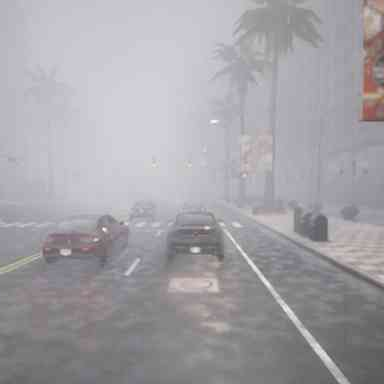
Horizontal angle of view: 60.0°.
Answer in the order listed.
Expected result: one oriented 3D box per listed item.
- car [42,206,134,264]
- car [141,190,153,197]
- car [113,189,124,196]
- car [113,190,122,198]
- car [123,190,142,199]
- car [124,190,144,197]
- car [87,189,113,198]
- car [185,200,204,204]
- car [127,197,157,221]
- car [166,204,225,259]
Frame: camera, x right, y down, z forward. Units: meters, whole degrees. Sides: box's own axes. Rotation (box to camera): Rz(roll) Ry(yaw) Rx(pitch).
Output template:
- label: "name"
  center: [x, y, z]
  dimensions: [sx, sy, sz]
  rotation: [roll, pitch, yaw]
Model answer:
- label: "car"
  center: [-3.385, 1.428, 11.274]
  dimensions: [1.812, 1.442, 4.674]
  rotation: [0, 1, 1]
- label: "car"
  center: [-10.716, 0.889, 76.358]
  dimensions: [2.033, 1.411, 5.357]
  rotation: [0, 1, -28]
- label: "car"
  center: [-18.827, 0.452, 90.628]
  dimensions: [5.566, 2.045, 2.150]
  rotation: [0, 1, 35]
- label: "car"
  center: [-21.586, 0.839, 88.312]
  dimensions: [4.718, 1.301, 1.895]
  rotation: [0, 1, 35]
- label: "car"
  center: [-13.250, 0.872, 73.585]
  dimensions: [1.837, 1.490, 4.892]
  rotation: [0, 1, -24]
- label: "car"
  center: [-16.185, 0.432, 93.020]
  dimensions: [5.566, 2.045, 2.150]
  rotation: [0, 1, 35]
- label: "car"
  center: [-23.749, 0.494, 85.554]
  dimensions: [5.566, 2.045, 2.150]
  rotation: [0, 1, 35]
- label: "car"
  center: [0.193, 1.359, 28.213]
  dimensions: [1.895, 1.301, 4.718]
  rotation: [0, 1, 0]
- label: "car"
  center: [-3.640, 1.333, 25.002]
  dimensions: [2.033, 1.411, 5.357]
  rotation: [0, 1, -5]
- label: "car"
  center: [0.122, 1.401, 12.054]
  dimensions: [1.837, 1.490, 4.892]
  rotation: [0, 1, 1]
